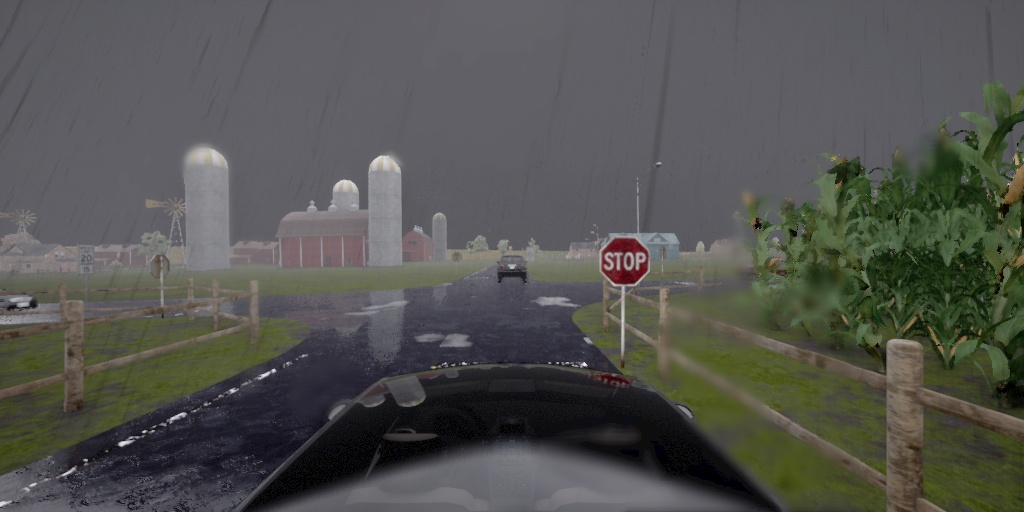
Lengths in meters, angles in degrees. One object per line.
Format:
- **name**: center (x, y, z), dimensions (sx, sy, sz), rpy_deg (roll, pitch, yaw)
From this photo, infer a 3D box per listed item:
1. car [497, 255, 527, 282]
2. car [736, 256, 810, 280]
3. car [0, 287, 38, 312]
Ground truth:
- **car**: center (0.020, 0.962, 28.516), dimensions (2.150, 2.045, 5.566), rpy_deg (0, -1, 0)
- **car**: center (17.881, 0.798, 24.619), dimensions (5.008, 1.535, 1.882), rpy_deg (-1, 1, -14)
- **car**: center (-21.618, 1.688, 13.705), dimensions (4.902, 1.511, 2.128), rpy_deg (-1, 1, -9)
